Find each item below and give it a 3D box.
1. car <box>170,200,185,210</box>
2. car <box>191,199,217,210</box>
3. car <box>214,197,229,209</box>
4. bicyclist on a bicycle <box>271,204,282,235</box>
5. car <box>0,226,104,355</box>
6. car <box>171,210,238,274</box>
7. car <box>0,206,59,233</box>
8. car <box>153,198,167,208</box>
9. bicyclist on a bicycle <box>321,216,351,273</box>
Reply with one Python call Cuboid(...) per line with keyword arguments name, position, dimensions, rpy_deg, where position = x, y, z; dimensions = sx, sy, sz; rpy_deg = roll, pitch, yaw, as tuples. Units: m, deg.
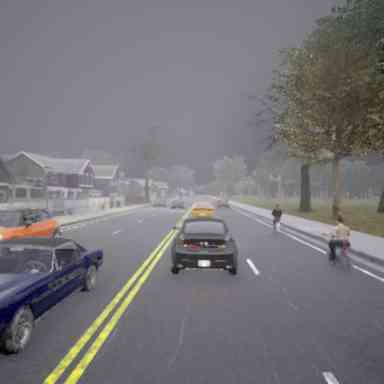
Cuboid(name="car", position=(-1.927, 1.786, 47.190), dimensions=(2.033, 1.411, 5.357), rpy_deg=(1, 0, 2))
Cuboid(name="car", position=(0.960, 1.650, 29.382), dimensions=(1.882, 1.535, 5.008), rpy_deg=(1, 0, 2))
Cuboid(name="car", position=(4.961, 1.898, 53.684), dimensions=(2.033, 1.411, 5.357), rpy_deg=(1, 0, 2))
Cuboid(name="bicyclist on a bicycle", position=(4.675, 1.524, 18.468), dimensions=(0.659, 1.776, 1.843), rpy_deg=(1, 0, 2))
Cuboid(name="car", position=(-3.210, 1.598, 6.208), dimensions=(1.895, 1.301, 4.718), rpy_deg=(1, 0, 2))
Cuboid(name="car", position=(0.388, 1.567, 10.821), dimensions=(1.837, 1.490, 4.892), rpy_deg=(1, 0, 2))
Cuboid(name="car", position=(-6.300, 1.342, 11.330), dimensions=(2.097, 1.767, 4.553), rpy_deg=(1, 0, 2))
Cuboid(name="car", position=(-4.998, 1.737, 52.567), dimensions=(1.837, 1.490, 4.892), rpy_deg=(1, 0, 2))
Cuboid(name="bicyclist on a bicycle", position=(4.436, 1.540, 10.086), dimensions=(0.866, 1.612, 1.509), rpy_deg=(1, 0, 1))
